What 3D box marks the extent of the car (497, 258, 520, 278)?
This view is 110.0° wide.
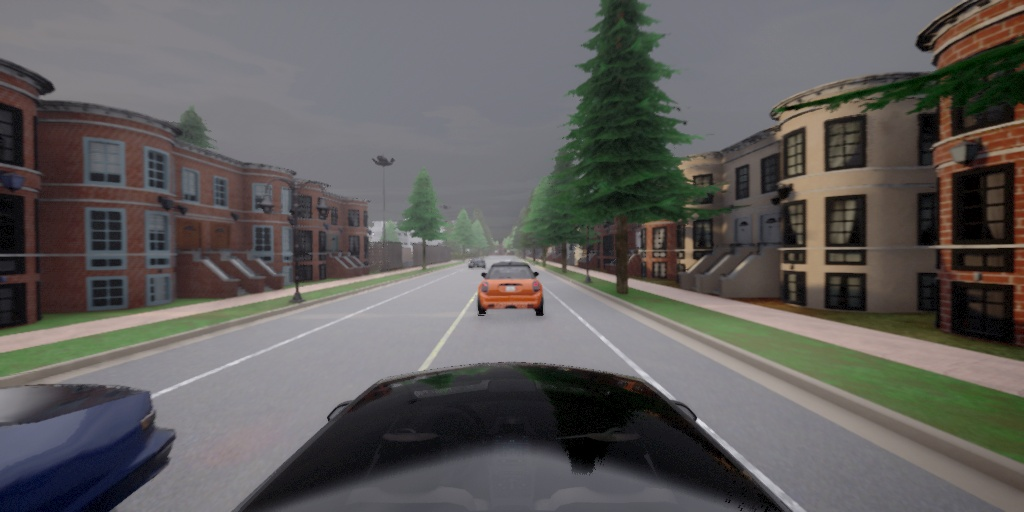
[{"bbox_3d":[-0.324,0.980,31.196,1.812,1.442,4.674,-1,1,-1],"label":"car"}]

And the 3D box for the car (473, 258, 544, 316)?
[{"bbox_3d":[-0.066,0.988,13.026,2.097,1.767,4.553,-1,1,-1],"label":"car"}]

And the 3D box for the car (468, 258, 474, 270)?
[{"bbox_3d":[-4.194,0.925,43.699,1.994,1.385,4.181,-1,1,-1],"label":"car"}]

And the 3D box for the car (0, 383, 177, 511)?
[{"bbox_3d":[-3.604,1.342,0.392,2.033,1.411,5.357,0,1,1],"label":"car"}]
